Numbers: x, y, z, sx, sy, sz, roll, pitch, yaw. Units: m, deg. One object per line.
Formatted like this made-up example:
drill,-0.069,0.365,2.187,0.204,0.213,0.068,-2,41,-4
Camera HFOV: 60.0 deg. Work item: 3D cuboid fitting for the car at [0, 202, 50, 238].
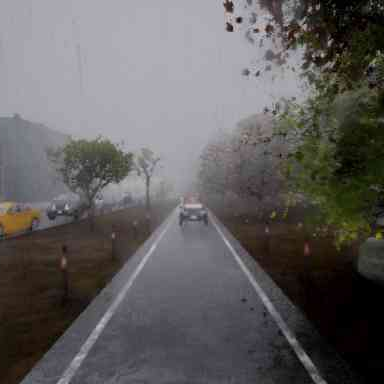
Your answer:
car,-9.040,1.256,15.687,2.097,1.535,5.008,0,0,2

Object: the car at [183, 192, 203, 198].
car,0.084,0.996,40.224,2.150,2.045,5.566,0,1,0

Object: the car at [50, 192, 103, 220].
car,-9.054,1.008,25.570,2.435,2.045,5.566,0,0,1

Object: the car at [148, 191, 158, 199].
car,-10.422,0.825,87.719,2.435,2.045,5.566,1,-1,-9

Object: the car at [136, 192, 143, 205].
car,-9.090,1.175,48.972,2.231,1.521,4.892,0,-1,-2

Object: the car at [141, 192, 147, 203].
car,-9.098,1.193,54.483,2.163,1.488,4.792,0,-1,-2

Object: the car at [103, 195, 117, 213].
car,-9.065,1.271,32.316,2.002,1.452,4.674,0,0,0

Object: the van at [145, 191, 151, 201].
van,-9.110,0.923,60.995,1.878,1.987,4.442,0,-1,-3

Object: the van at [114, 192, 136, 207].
van,-9.087,0.983,43.286,1.878,1.987,4.442,0,0,2

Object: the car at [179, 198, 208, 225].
car,0.090,1.377,22.629,1.812,1.442,4.674,0,0,0

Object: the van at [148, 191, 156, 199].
van,-11.136,0.831,93.176,1.878,1.987,4.442,1,-1,-10

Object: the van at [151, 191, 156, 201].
van,-9.279,0.899,70.945,1.878,1.987,4.442,0,-1,-2
